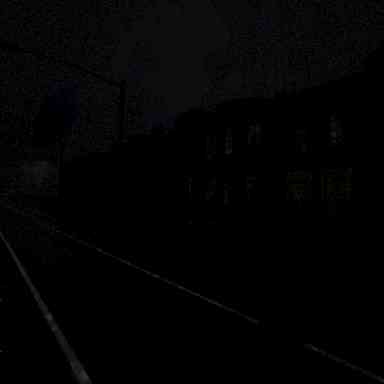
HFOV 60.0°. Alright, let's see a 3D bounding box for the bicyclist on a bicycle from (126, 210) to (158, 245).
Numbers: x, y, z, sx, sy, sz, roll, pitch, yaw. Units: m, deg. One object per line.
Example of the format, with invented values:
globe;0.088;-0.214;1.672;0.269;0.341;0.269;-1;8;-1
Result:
bicyclist on a bicycle;-2.352;1.699;15.902;1.656;1.620;0.582;3;-2;-33
